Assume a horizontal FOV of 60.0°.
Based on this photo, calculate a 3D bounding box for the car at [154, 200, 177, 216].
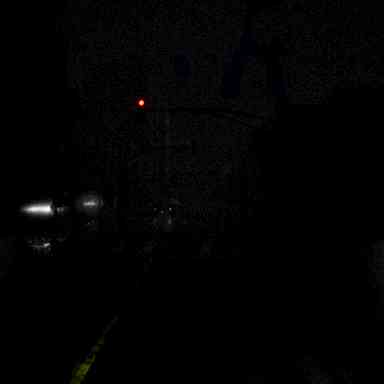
[{"bbox_3d":[-2.833,1.767,34.421,1.895,1.301,4.718,0,0,0],"label":"car"}]

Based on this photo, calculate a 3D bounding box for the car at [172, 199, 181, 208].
[{"bbox_3d":[-2.805,1.930,55.606,1.812,1.442,4.674,0,-1,0],"label":"car"}]

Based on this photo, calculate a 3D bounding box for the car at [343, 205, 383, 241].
[{"bbox_3d":[10.823,1.636,17.957,5.009,1.841,2.192,1,-1,0],"label":"car"}]
